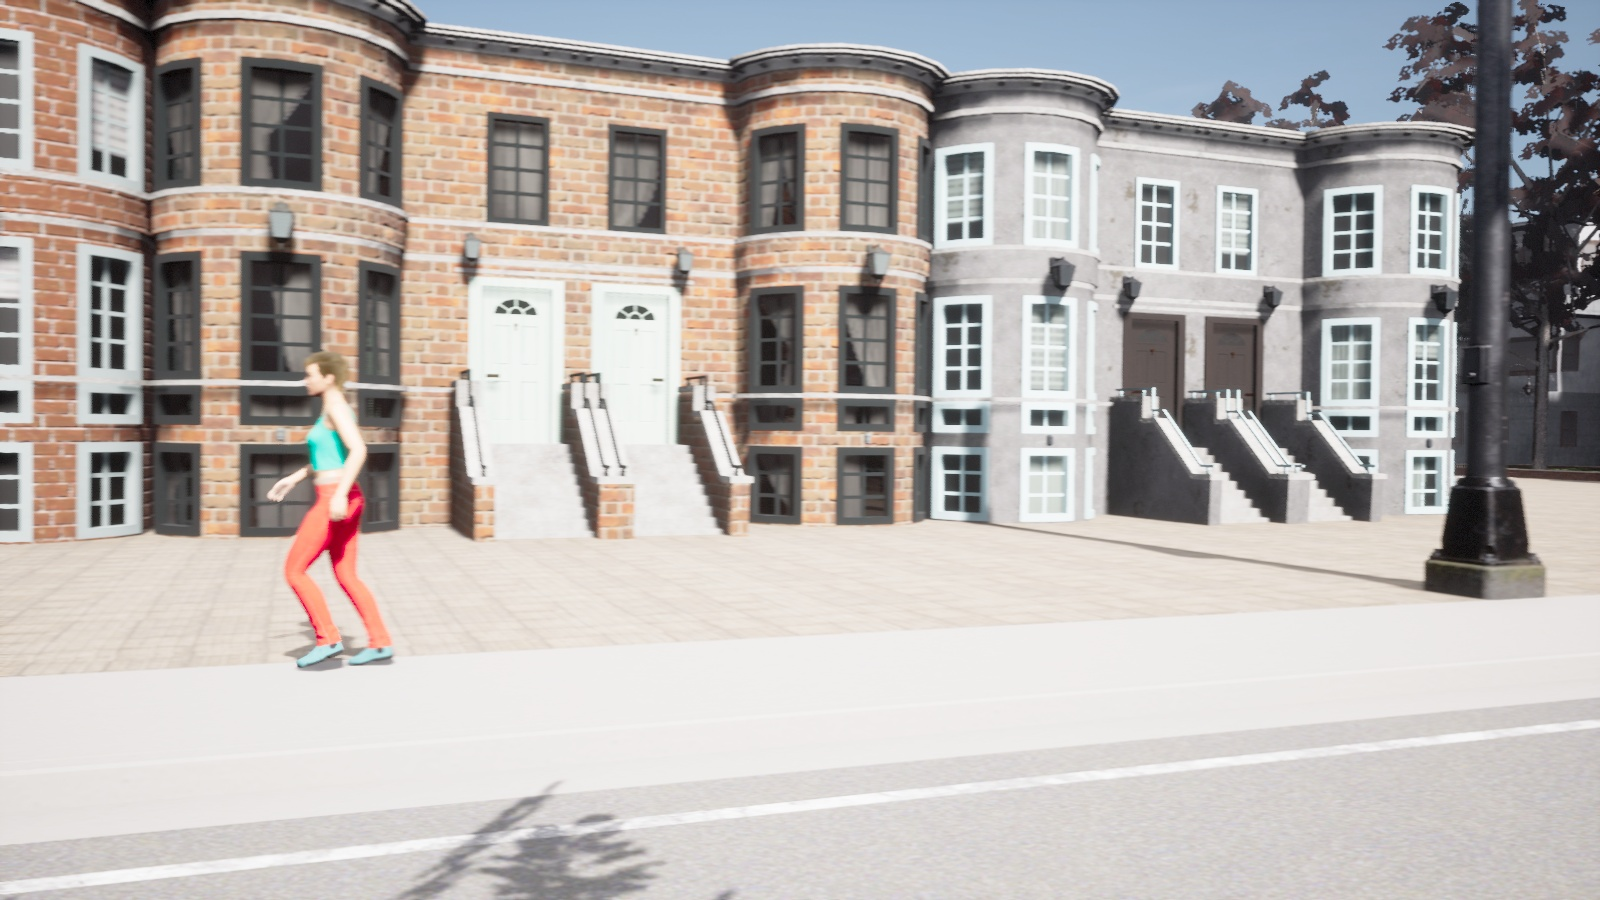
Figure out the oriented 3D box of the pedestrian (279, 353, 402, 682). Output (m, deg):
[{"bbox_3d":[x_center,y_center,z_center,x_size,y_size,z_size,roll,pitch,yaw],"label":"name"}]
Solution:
[{"bbox_3d":[-2.630,0.371,7.223,0.594,1.836,0.345,-1,1,-12],"label":"pedestrian"}]
